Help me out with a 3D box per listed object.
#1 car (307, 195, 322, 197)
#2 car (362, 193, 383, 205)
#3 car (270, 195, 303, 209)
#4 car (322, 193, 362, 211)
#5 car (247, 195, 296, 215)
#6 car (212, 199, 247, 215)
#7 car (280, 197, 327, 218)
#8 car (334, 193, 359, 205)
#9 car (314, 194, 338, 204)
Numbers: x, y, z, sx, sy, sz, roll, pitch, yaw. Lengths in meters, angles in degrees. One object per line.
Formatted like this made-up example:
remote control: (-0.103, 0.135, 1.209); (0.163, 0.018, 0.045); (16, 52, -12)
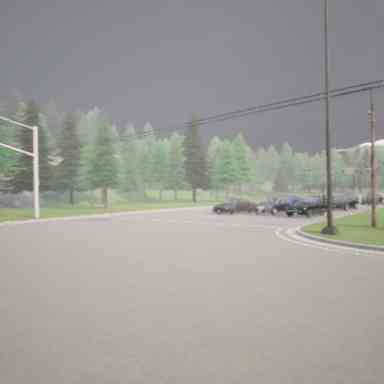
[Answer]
car: (13.468, 1.144, 37.179); (1.812, 1.442, 4.674); (-1, 0, 41)
car: (23.678, 0.925, 43.540); (1.837, 1.490, 4.892); (-1, 0, 41)
car: (11.508, 1.117, 40.277); (1.882, 1.535, 5.008); (-1, 0, 41)
car: (15.484, 1.074, 34.194); (1.882, 1.535, 5.008); (-1, 0, 41)
car: (7.441, 1.240, 30.297); (2.128, 1.511, 4.902); (-1, 0, 41)
car: (4.157, 1.345, 31.837); (2.033, 1.411, 5.357); (-1, 0, 41)
car: (9.333, 1.329, 27.121); (1.895, 1.301, 4.718); (-1, 0, 41)
car: (21.796, 0.945, 46.697); (1.837, 1.490, 4.892); (-1, 0, 41)
car: (20.308, 1.051, 50.307); (1.895, 1.301, 4.718); (-1, 0, 41)
